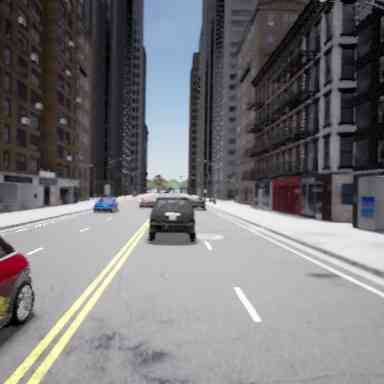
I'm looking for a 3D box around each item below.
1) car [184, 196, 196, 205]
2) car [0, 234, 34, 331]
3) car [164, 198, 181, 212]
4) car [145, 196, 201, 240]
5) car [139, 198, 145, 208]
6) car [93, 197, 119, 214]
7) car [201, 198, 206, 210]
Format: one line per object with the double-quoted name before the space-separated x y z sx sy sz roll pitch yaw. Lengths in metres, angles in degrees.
"car" -0.371 1.539 60.792 2.033 1.411 5.357 1 0 -3
"car" -3.676 1.286 3.814 2.097 1.767 4.553 1 0 -3
"car" -2.292 1.489 39.153 1.812 1.442 4.674 1 0 -3
"car" -0.989 1.208 16.976 2.150 2.045 5.566 1 0 -3
"car" -6.040 1.494 44.585 1.895 1.301 4.718 1 0 -3
"car" -8.689 1.323 33.849 1.882 1.535 5.008 1 0 -3
"car" 0.752 1.525 42.764 1.837 1.490 4.892 1 0 -3
